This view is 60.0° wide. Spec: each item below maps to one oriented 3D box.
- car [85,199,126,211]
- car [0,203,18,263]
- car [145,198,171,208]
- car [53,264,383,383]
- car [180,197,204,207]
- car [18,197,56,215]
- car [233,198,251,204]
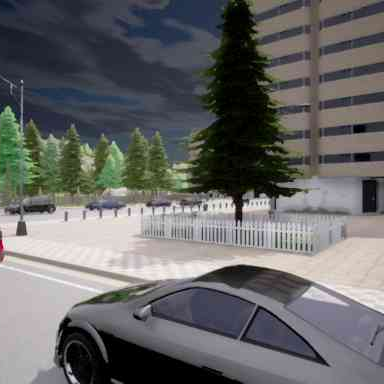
[{"bbox_3d":[-10.652,1.540,41.412,2.033,1.411,5.357,0,0,35],"label":"car"},{"bbox_3d":[-7.352,1.219,9.179,5.566,2.045,2.150,0,0,36],"label":"car"},{"bbox_3d":[-4.964,1.556,49.384,1.994,1.385,4.181,0,0,36],"label":"car"},{"bbox_3d":[0.339,1.564,3.749,4.181,1.385,1.994,0,0,35],"label":"car"},{"bbox_3d":[0.134,1.497,50.192,1.837,1.490,4.892,0,0,35],"label":"car"},{"bbox_3d":[-16.226,1.344,33.574,2.097,1.767,4.553,0,0,35],"label":"car"},{"bbox_3d":[9.449,1.496,63.289,1.837,1.490,4.892,0,-1,35],"label":"car"}]
